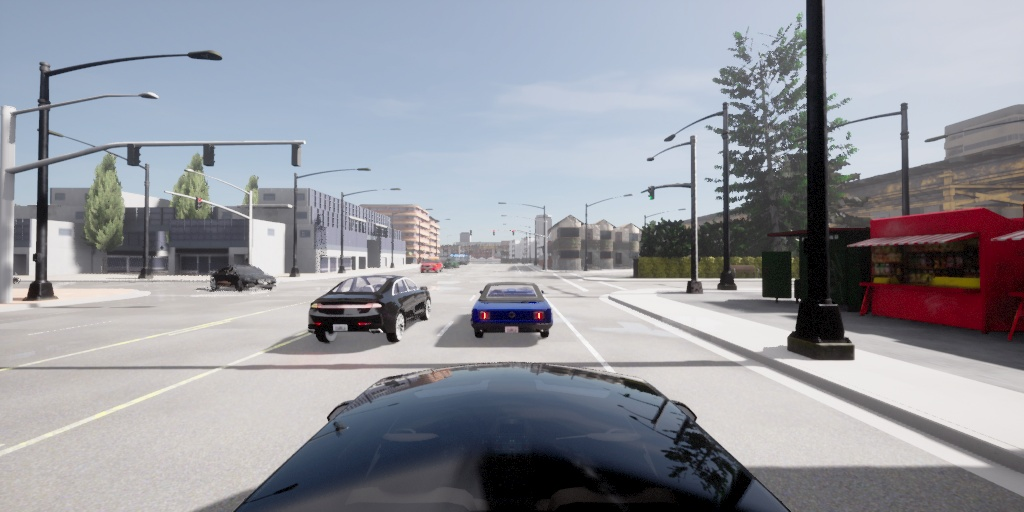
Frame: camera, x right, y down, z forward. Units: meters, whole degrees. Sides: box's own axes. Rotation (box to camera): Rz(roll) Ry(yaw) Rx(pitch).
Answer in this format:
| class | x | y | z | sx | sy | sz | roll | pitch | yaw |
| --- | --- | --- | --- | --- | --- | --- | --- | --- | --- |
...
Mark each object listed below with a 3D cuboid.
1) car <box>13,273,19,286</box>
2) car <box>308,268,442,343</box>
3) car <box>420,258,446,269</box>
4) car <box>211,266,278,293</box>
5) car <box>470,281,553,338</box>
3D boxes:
| class | x | y | z | sx | sy | sz | roll | pitch | yaw |
| --- | --- | --- | --- | --- | --- | --- | --- | --- | --- |
| car | -35.463 | 1.331 | 23.442 | 4.902 | 1.511 | 2.128 | 0 | -1 | 0 |
| car | -3.511 | 1.257 | 9.741 | 2.128 | 1.511 | 4.902 | 0 | 0 | 0 |
| car | -11.073 | 1.351 | 49.399 | 2.150 | 2.045 | 5.566 | 0 | 0 | -1 |
| car | -16.154 | 1.348 | 21.597 | 4.892 | 1.490 | 1.837 | -1 | -3 | 29 |
| car | -0.011 | 1.365 | 10.219 | 1.895 | 1.301 | 4.718 | 0 | 0 | 0 |
